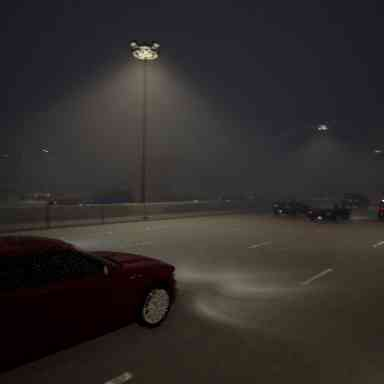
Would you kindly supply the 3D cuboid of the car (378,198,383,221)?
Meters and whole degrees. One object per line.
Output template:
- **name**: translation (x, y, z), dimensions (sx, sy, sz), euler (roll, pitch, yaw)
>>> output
- **car**: translation (16.099, 1.500, 26.230), dimensions (2.128, 1.511, 4.902), euler (2, 1, 40)

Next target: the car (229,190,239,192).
- **car**: translation (7.724, 0.734, 59.740), dimensions (2.150, 2.045, 5.566), euler (2, 1, 41)

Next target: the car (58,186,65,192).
- **car**: translation (-26.017, -0.138, 64.575), dimensions (2.150, 2.045, 5.566), euler (1, 2, -25)

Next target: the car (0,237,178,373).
- **car**: translation (-2.306, 1.381, 4.661), dimensions (1.882, 1.535, 5.008), euler (2, 1, 40)

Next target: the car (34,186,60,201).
- **car**: translation (-21.856, 0.440, 49.756), dimensions (2.097, 1.767, 4.553), euler (1, 1, -8)

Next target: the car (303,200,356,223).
- **car**: translation (10.402, 1.521, 24.950), dimensions (1.895, 1.301, 4.718), euler (2, 1, 40)

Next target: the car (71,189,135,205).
- **car**: translation (-7.822, 0.755, 30.841), dimensions (2.150, 2.045, 5.566), euler (2, 1, 40)

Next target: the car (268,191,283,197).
- **car**: translation (18.022, 0.798, 71.761), dimensions (2.150, 2.045, 5.566), euler (2, 1, 40)

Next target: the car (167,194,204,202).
- **car**: translation (-0.468, 1.068, 44.844), dimensions (2.033, 1.411, 5.357), euler (2, 1, 41)

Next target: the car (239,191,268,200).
- **car**: translation (10.598, 0.937, 57.730), dimensions (2.097, 1.767, 4.553), euler (2, 1, 41)

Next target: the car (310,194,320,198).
- **car**: translation (25.747, 1.229, 70.042), dimensions (1.837, 1.490, 4.892), euler (2, 1, 40)

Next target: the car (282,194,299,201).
- **car**: translation (20.575, 1.196, 69.373), dimensions (1.994, 1.385, 4.181), euler (2, 1, 40)

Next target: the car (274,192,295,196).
- **car**: translation (17.412, 1.159, 60.272), dimensions (1.882, 1.535, 5.008), euler (2, 1, 40)

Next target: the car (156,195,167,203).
- **car**: translation (-3.096, 1.014, 47.146), dimensions (1.994, 1.385, 4.181), euler (2, 1, 41)

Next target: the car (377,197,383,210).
- **car**: translation (25.345, 1.498, 42.461), dimensions (2.128, 1.511, 4.902), euler (2, 1, 40)

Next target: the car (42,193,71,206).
- **car**: translation (-11.435, 1.058, 32.011), dimensions (1.895, 1.301, 4.718), euler (2, 1, 40)

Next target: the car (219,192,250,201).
- **car**: translation (5.662, 1.118, 46.612), dimensions (1.837, 1.490, 4.892), euler (2, 0, 41)

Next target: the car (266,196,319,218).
- **car**: translation (8.627, 1.346, 28.257), dimensions (2.128, 1.511, 4.902), euler (2, 1, 40)

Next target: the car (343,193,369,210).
- **car**: translation (21.208, 1.148, 42.995), dimensions (2.150, 2.045, 5.566), euler (2, 1, 40)
